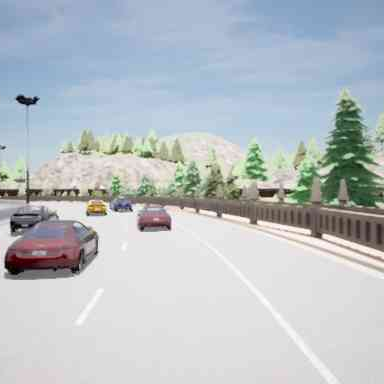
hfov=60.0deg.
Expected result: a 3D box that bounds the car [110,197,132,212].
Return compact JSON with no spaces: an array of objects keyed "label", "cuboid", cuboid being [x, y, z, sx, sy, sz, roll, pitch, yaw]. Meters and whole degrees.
[{"label":"car","cuboid":[-8.837,1.441,41.027,2.097,1.767,4.553,0,0,-23]}]

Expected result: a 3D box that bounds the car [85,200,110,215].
[{"label":"car","cuboid":[-10.120,1.563,34.933,1.882,1.535,5.008,0,0,-20]}]

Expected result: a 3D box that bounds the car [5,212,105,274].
[{"label":"car","cuboid":[-4.261,1.584,10.771,1.994,1.385,4.181,0,0,-7]}]

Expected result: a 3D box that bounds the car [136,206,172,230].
[{"label":"car","cuboid":[-2.531,1.585,21.526,1.994,1.385,4.181,0,0,-12]}]

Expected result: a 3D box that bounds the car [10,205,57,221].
[{"label":"car","cuboid":[-9.320,1.547,19.929,2.128,1.511,4.902,0,0,-12]}]
